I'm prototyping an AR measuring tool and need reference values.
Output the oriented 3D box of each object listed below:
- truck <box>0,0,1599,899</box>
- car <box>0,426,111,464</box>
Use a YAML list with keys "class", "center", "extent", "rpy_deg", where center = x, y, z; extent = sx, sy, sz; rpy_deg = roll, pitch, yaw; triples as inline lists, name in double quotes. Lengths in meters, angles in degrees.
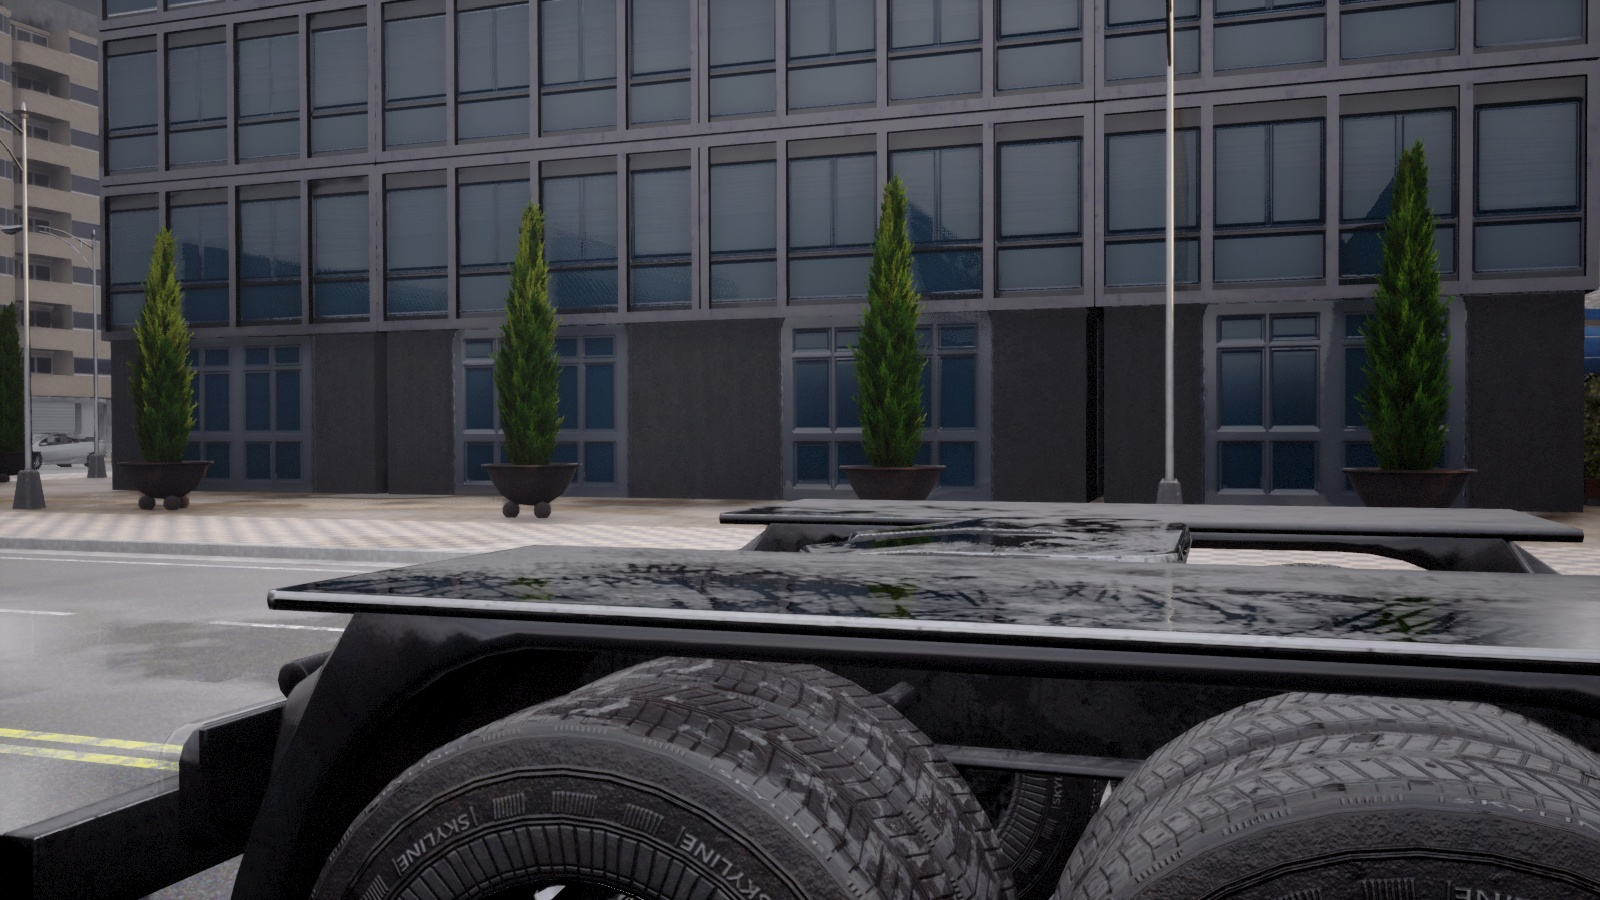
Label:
- class: "truck"
  center: [2.642, -0.182, 2.289]
  extent: [7.936, 3.462, 2.891]
  rpy_deg: [1, 1, 19]
- class: "car"
  center: [-31.302, -0.235, 52.181]
  extent: [2.007, 1.525, 4.514]
  rpy_deg: [1, 1, 19]
